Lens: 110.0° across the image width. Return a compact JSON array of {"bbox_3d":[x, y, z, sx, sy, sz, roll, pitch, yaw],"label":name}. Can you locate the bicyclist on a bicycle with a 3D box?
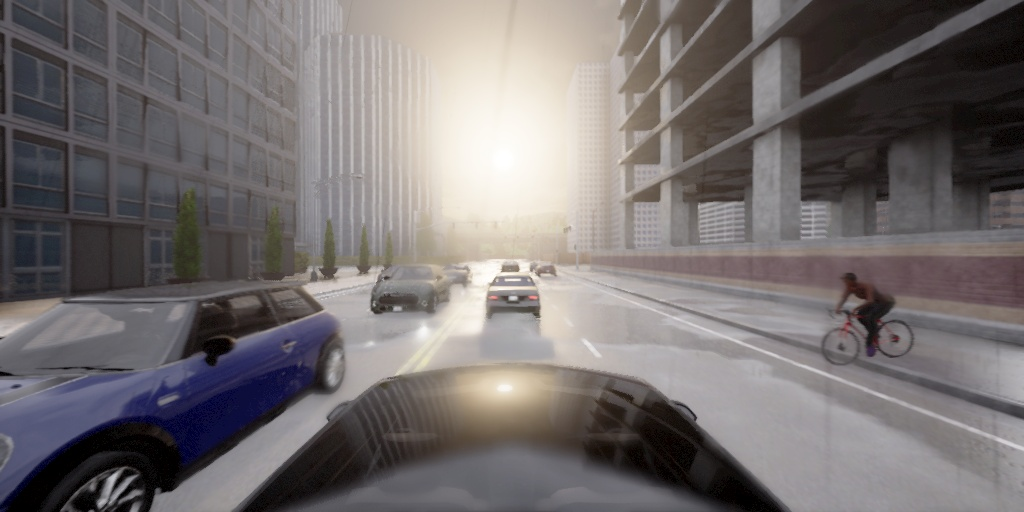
[{"bbox_3d":[6.212,1.079,6.332,1.656,1.620,0.582,-9,0,0],"label":"bicyclist on a bicycle"}]

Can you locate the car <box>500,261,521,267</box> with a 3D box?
[{"bbox_3d":[-0.162,1.211,36.545,1.882,1.535,5.008,0,0,0],"label":"car"}]

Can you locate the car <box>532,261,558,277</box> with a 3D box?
[{"bbox_3d":[3.341,1.249,35.568,1.812,1.442,4.674,0,0,0],"label":"car"}]

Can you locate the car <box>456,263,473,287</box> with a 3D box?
[{"bbox_3d":[-3.734,1.241,24.184,2.128,1.511,4.902,0,0,0],"label":"car"}]

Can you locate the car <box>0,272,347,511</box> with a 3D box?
[{"bbox_3d":[-3.603,1.111,3.642,2.097,1.767,4.553,0,0,0],"label":"car"}]

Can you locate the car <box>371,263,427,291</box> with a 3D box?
[{"bbox_3d":[-7.146,1.268,23.235,2.128,1.511,4.902,0,0,0],"label":"car"}]

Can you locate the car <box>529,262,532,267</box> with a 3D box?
[{"bbox_3d":[3.242,1.283,46.069,1.994,1.385,4.181,0,0,0],"label":"car"}]

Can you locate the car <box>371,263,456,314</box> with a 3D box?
[{"bbox_3d":[-3.674,1.106,13.767,2.097,1.767,4.553,0,0,0],"label":"car"}]

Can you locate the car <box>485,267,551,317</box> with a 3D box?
[{"bbox_3d":[0.037,1.291,13.050,2.033,1.411,5.357,0,0,0],"label":"car"}]
